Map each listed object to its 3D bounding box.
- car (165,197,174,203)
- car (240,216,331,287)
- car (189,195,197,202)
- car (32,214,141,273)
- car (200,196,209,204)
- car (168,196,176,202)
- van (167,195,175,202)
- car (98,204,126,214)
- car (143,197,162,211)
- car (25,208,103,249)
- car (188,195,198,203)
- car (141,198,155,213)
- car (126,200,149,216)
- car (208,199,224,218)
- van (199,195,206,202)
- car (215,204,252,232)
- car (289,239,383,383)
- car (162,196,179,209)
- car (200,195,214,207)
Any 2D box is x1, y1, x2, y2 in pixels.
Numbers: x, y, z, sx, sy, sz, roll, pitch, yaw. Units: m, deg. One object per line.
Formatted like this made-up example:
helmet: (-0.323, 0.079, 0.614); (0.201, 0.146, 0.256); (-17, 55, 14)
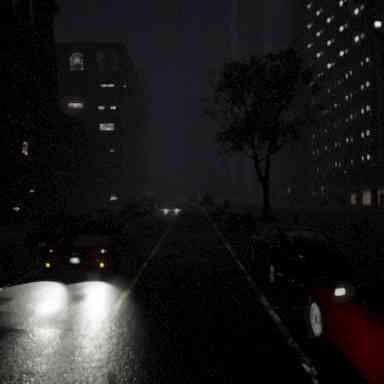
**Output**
car: (-5.503, 1.931, 81.605); (2.008, 1.369, 4.403); (1, 0, 0)
car: (2.721, 1.592, 9.182); (2.008, 1.369, 4.403); (1, 0, 0)
car: (0.189, 1.620, 87.472); (2.097, 1.767, 4.553); (0, 0, 0)
car: (-3.071, 1.611, 10.702); (1.994, 1.385, 4.181); (0, 0, 0)
car: (2.867, 1.794, 76.018); (1.967, 1.590, 4.097); (1, 0, 0)
car: (-5.479, 1.959, 92.575); (1.752, 1.417, 4.829); (1, 0, 0)
van: (-5.488, 1.748, 87.177); (1.690, 1.788, 3.998); (1, 0, 0)
car: (-5.635, 1.641, 20.340); (2.008, 1.369, 4.403); (1, 0, 0)
car: (-5.583, 1.508, 42.620); (2.192, 1.841, 5.009); (1, 0, 0)
car: (-5.647, 1.631, 14.771); (1.947, 1.339, 4.313); (1, 0, 0)
car: (0.161, 1.711, 74.479); (1.837, 1.490, 4.892); (0, 0, 0)
car: (-5.599, 1.691, 36.879); (1.752, 1.417, 4.829); (1, 0, 0)
car: (-5.612, 1.706, 31.480); (1.947, 1.339, 4.313); (1, 0, 0)
car: (2.770, 1.668, 31.631); (1.752, 1.417, 4.829); (1, 0, 0)
van: (2.905, 1.778, 92.727); (1.690, 1.788, 3.998); (1, 0, 0)
car: (2.745, 1.642, 20.321); (2.008, 1.369, 4.403); (1, 0, 0)
car: (2.709, 1.562, 3.612); (1.887, 1.381, 4.507); (1, 0, 0)
car: (-2.977, 1.701, 49.096); (1.882, 1.535, 5.008); (0, 0, 0)
car: (2.513, 1.483, 55.455); (2.150, 2.045, 5.566); (0, 0, 0)
